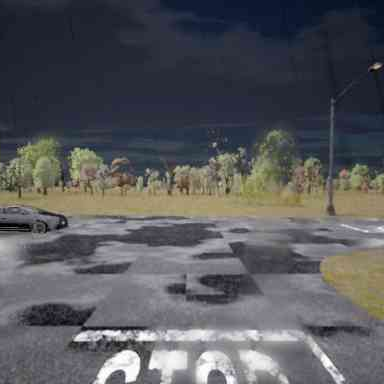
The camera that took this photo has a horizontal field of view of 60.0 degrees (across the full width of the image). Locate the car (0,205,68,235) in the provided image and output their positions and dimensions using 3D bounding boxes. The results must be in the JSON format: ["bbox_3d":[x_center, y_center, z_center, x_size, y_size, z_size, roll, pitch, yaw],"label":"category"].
[{"bbox_3d":[-8.642,1.389,17.145,4.181,1.385,1.994,1,1,0],"label":"car"}]
